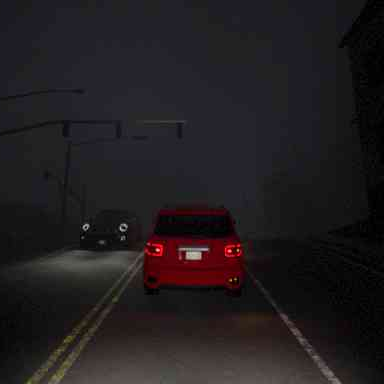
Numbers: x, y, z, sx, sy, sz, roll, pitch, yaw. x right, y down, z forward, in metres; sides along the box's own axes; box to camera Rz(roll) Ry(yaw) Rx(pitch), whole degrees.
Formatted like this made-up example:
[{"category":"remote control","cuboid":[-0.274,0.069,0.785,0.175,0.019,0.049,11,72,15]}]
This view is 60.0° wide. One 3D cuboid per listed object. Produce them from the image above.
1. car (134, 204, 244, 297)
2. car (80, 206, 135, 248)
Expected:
[{"category":"car","cuboid":[0.059,1.344,9.063,2.150,2.045,5.566,1,-1,1]},{"category":"car","cuboid":[-3.650,1.561,15.744,2.097,1.767,4.553,0,-3,0]}]
